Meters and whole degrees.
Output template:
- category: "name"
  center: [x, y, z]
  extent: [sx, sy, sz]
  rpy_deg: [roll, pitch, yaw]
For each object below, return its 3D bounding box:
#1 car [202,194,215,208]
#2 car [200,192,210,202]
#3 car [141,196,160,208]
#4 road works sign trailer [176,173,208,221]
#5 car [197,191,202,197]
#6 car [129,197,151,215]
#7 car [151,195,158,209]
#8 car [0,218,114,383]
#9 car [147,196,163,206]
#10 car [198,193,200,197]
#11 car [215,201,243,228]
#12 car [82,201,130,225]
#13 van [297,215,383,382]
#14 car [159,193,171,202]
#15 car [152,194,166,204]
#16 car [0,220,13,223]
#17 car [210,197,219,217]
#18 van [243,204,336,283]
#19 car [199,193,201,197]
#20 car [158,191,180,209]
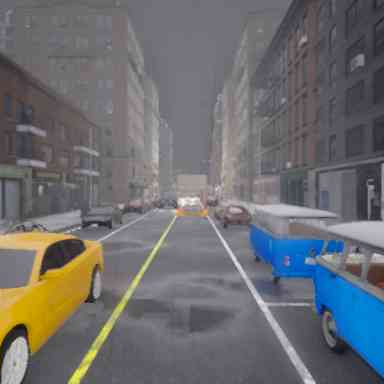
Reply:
- category: "car"
  center: [2.650, 1.295, 43.297]
  extent: [1.887, 1.381, 4.507]
  rpy_deg: [0, 0, 0]
- category: "car"
  center: [2.652, 1.157, 48.979]
  extent: [1.967, 1.590, 4.097]
  rpy_deg: [0, 0, 0]
- category: "car"
  center: [-5.375, 1.296, 43.300]
  extent: [1.887, 1.381, 4.507]
  rpy_deg: [0, 0, 0]
- category: "road works sign trailer"
  center: [0.007, 0.318, 25.432]
  extent: [2.380, 3.560, 2.880]
  rpy_deg: [0, 0, 0]
- category: "car"
  center: [2.657, 0.932, 66.025]
  extent: [2.192, 1.841, 5.009]
  rpy_deg: [0, 0, 0]
- category: "car"
  center: [-5.379, 1.362, 31.935]
  extent: [1.887, 1.381, 4.507]
  rpy_deg: [0, 0, 0]
- category: "car"
  center: [-5.377, 1.335, 37.617]
  extent: [2.008, 1.369, 4.403]
  rpy_deg: [0, 0, 0]
- category: "car"
  center: [-2.842, 1.447, 5.256]
  extent: [1.882, 1.535, 5.008]
  rpy_deg: [0, 0, 0]
- category: "car"
  center: [-5.373, 1.284, 48.982]
  extent: [1.947, 1.339, 4.313]
  rpy_deg: [0, 0, 0]
- category: "car"
  center: [2.656, 1.201, 60.344]
  extent: [2.008, 1.369, 4.403]
  rpy_deg: [0, 0, 0]
- category: "car"
  center: [2.643, 1.464, 20.569]
  extent: [1.802, 1.307, 4.206]
  rpy_deg: [0, 0, 0]
- category: "car"
  center: [-5.382, 1.448, 20.571]
  extent: [1.947, 1.339, 4.313]
  rpy_deg: [0, 0, 0]
- category: "van"
  center: [2.637, 1.320, 3.521]
  extent: [1.690, 1.788, 3.998]
  rpy_deg: [0, 0, 0]
- category: "car"
  center: [-5.368, 1.058, 66.028]
  extent: [1.967, 1.590, 4.097]
  rpy_deg: [0, 0, 0]
- category: "car"
  center: [-5.371, 1.124, 54.663]
  extent: [1.967, 1.590, 4.097]
  rpy_deg: [0, 0, 0]
- category: "car"
  center: [-5.386, 1.498, 9.206]
  extent: [2.008, 1.369, 4.403]
  rpy_deg: [0, 0, 0]
- category: "car"
  center: [2.645, 1.374, 26.421]
  extent: [1.752, 1.417, 4.829]
  rpy_deg: [0, 0, 0]
- category: "van"
  center: [2.639, 1.288, 9.203]
  extent: [1.690, 1.788, 3.998]
  rpy_deg: [0, 0, 0]
- category: "car"
  center: [2.654, 1.229, 54.662]
  extent: [1.887, 1.381, 4.507]
  rpy_deg: [0, 0, 0]
- category: "car"
  center: [-2.833, 0.986, 40.564]
  extent: [2.150, 2.045, 5.566]
  rpy_deg: [0, 1, 0]
